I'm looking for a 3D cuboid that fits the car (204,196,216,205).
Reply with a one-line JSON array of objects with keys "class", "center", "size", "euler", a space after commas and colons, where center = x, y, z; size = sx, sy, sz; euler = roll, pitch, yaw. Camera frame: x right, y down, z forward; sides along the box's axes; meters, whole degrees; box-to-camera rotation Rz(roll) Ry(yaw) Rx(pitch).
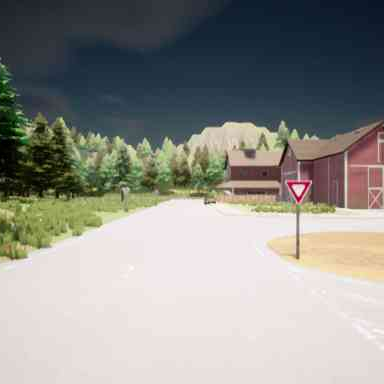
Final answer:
[{"class": "car", "center": [2.972, 1.410, 56.438], "size": [1.816, 1.474, 4.193], "euler": [-6, 0, -2]}]
